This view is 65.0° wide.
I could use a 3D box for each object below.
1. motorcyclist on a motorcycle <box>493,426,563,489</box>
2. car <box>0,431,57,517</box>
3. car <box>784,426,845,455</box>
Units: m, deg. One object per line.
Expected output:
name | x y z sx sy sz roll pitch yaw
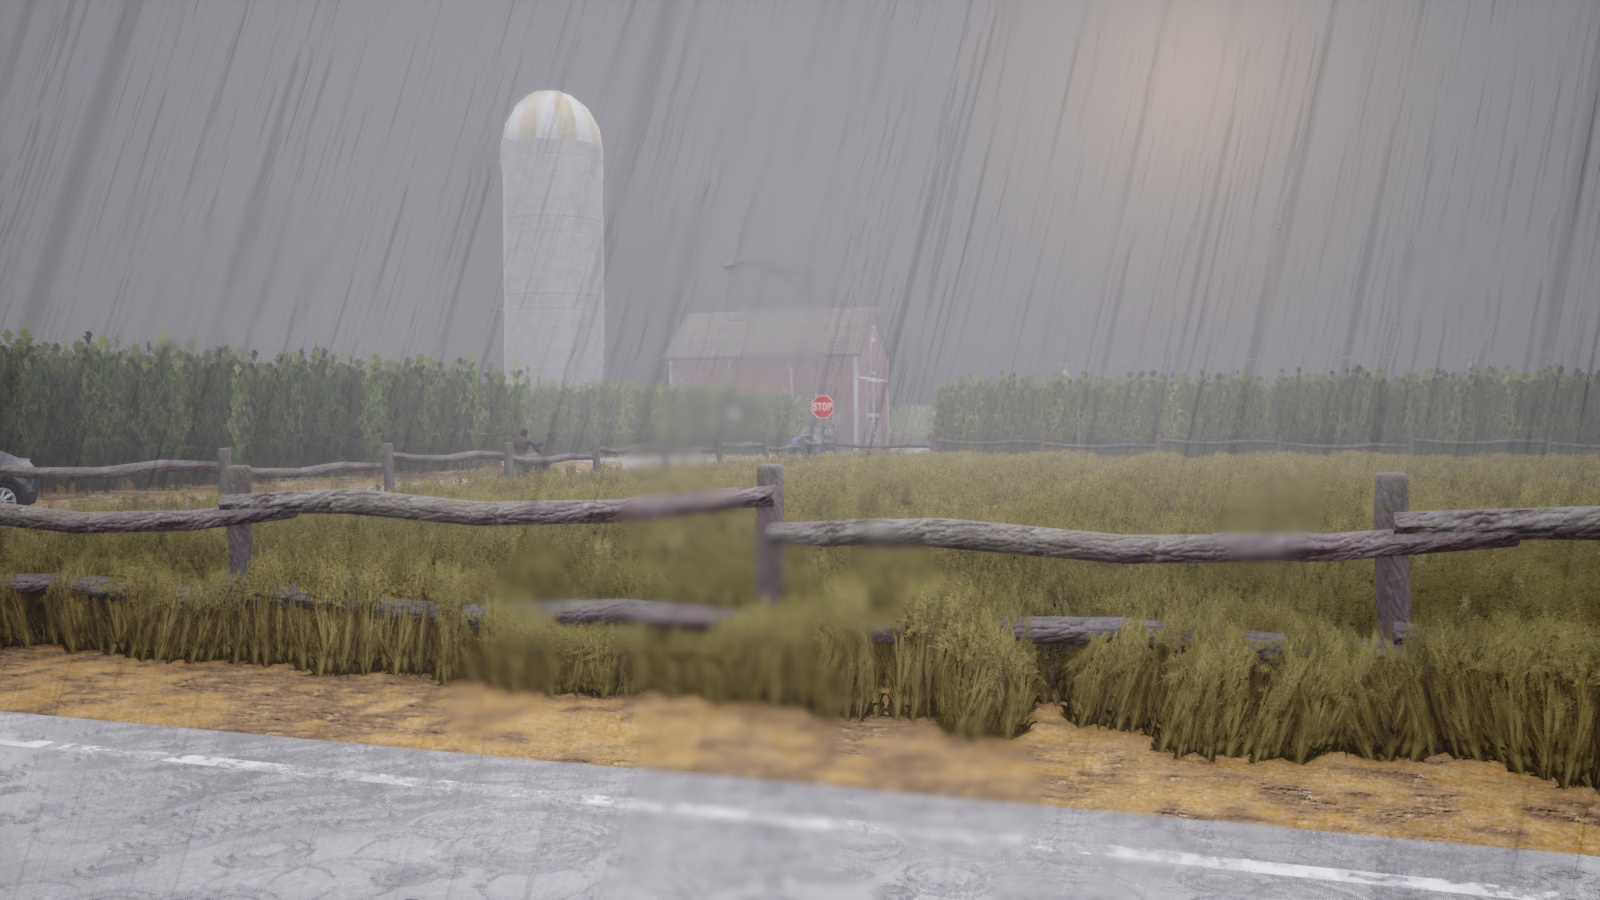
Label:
motorcyclist on a motorcycle | -7.385 0.175 34.215 0.766 1.649 2.350 1 1 19
car | -15.186 0.440 20.840 1.837 1.490 4.892 1 1 19
car | 0.848 -0.512 68.200 2.007 1.525 4.514 1 0 19
